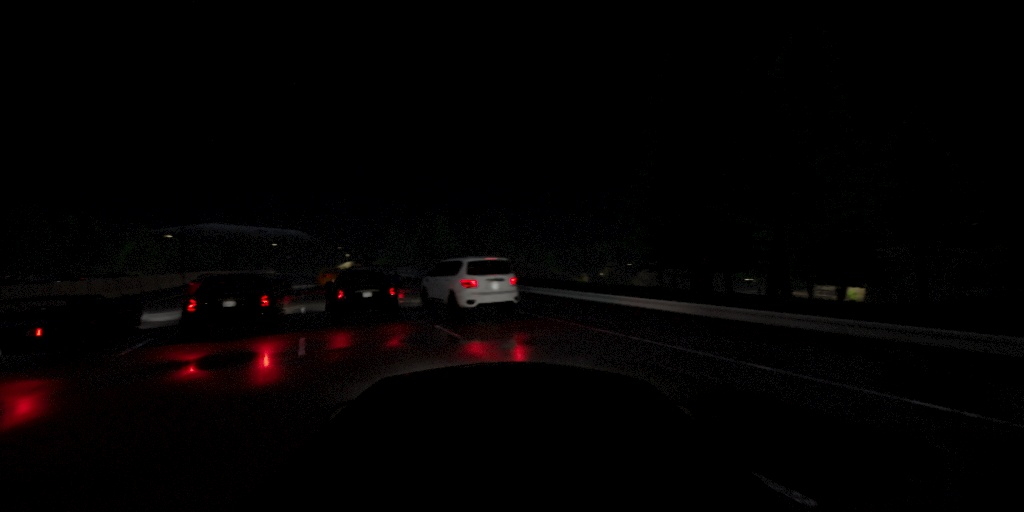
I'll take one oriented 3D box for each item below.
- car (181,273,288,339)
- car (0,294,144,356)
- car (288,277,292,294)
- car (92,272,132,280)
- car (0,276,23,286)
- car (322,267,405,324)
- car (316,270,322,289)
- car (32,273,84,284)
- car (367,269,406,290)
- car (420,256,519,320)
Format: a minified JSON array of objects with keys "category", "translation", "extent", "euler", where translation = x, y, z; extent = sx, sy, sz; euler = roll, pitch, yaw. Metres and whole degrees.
[{"category":"car","translation":[-8.632,1.334,11.472],"extent":[2.097,1.767,4.553],"euler":[-1,-1,-30]},{"category":"car","translation":[-11.158,1.608,8.846],"extent":[1.895,1.301,4.718],"euler":[-1,0,-30]},{"category":"car","translation":[-15.633,1.803,23.580],"extent":[1.895,1.301,4.718],"euler":[-1,0,-30]},{"category":"car","translation":[-38.252,2.265,34.452],"extent":[1.994,1.385,4.181],"euler":[-1,-1,-30]},{"category":"car","translation":[-43.647,2.359,29.795],"extent":[1.895,1.301,4.718],"euler":[-1,-1,-30]},{"category":"car","translation":[-5.695,1.295,13.385],"extent":[2.097,1.767,4.553],"euler":[-1,-1,-30]},{"category":"car","translation":[-14.114,1.687,27.973],"extent":[1.882,1.535,5.008],"euler":[-1,-1,-30]},{"category":"car","translation":[-41.271,2.305,32.689],"extent":[1.994,1.385,4.181],"euler":[-1,-1,-30]},{"category":"car","translation":[-9.568,1.721,27.075],"extent":[1.895,1.301,4.718],"euler":[-1,0,-30]},{"category":"car","translation":[-1.812,1.090,13.625],"extent":[2.150,2.045,5.566],"euler":[-1,-2,-29]}]
